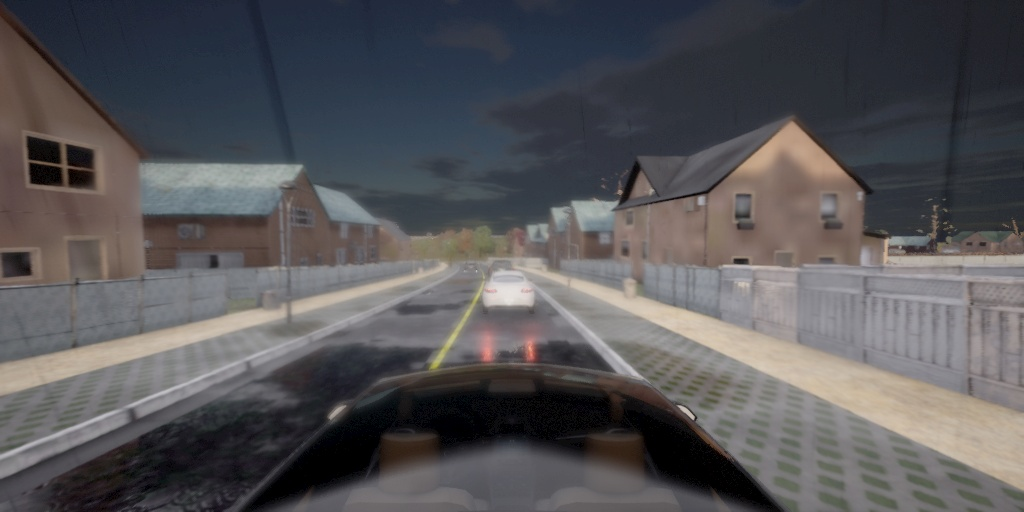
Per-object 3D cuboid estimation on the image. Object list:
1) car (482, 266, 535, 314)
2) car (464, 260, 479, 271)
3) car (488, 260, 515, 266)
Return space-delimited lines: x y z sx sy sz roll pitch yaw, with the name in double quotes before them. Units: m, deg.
"car" -0.151 1.277 13.795 1.812 1.442 4.674 0 0 -2
"car" -5.973 1.366 52.566 1.812 1.442 4.674 0 0 -6
"car" -0.824 1.116 28.051 2.097 1.767 4.553 0 0 -3
